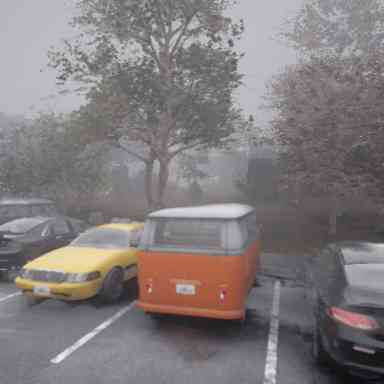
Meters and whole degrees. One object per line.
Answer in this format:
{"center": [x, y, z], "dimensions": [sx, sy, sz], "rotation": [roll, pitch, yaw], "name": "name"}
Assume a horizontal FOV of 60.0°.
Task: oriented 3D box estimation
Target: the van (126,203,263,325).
{"center": [0.477, 1.264, 7.225], "dimensions": [1.878, 1.987, 4.442], "rotation": [0, -1, 15], "name": "van"}

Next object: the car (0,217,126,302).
{"center": [-1.998, 1.485, 8.640], "dimensions": [1.946, 1.575, 5.366], "rotation": [0, -1, 16], "name": "car"}

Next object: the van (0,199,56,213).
{"center": [-6.719, 1.276, 12.354], "dimensions": [1.878, 1.987, 4.442], "rotation": [0, -1, 16], "name": "van"}

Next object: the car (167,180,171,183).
{"center": [-5.279, -1.865, 73.677], "dimensions": [1.837, 1.490, 4.892], "rotation": [1, 5, 37], "name": "car"}

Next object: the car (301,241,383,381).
{"center": [2.838, 1.526, 5.399], "dimensions": [2.002, 1.452, 4.674], "rotation": [0, -1, 16], "name": "car"}

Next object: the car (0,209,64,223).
{"center": [-4.352, 1.495, 10.523], "dimensions": [2.231, 1.521, 4.892], "rotation": [0, -1, 16], "name": "car"}
